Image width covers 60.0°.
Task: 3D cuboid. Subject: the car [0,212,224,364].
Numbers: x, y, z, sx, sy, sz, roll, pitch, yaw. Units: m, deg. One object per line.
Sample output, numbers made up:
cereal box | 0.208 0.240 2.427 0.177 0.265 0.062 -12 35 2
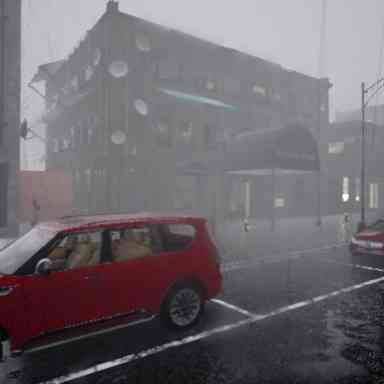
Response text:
car | -1.745 1.314 5.303 5.009 1.841 2.192 0 1 -35

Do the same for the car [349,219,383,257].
car | 7.265 1.573 11.729 4.206 1.307 1.802 0 1 -35
